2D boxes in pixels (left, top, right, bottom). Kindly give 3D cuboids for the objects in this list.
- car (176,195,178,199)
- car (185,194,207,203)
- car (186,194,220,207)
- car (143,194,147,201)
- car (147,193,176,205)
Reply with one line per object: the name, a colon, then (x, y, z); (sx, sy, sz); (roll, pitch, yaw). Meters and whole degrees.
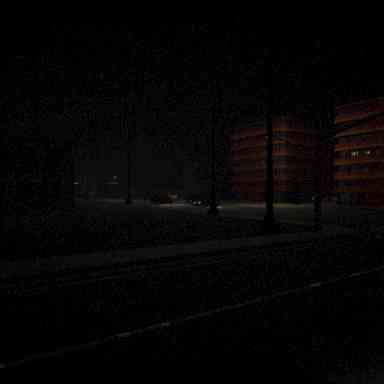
car: (-5.001, 0.908, 71.459); (1.882, 1.535, 5.008); (1, 0, -34)
car: (0.678, 1.197, 63.282); (1.812, 1.442, 4.674); (1, 1, -34)
car: (1.891, 1.377, 48.877); (2.033, 1.411, 5.357); (1, 1, -34)
car: (-7.454, 0.950, 62.663); (1.895, 1.301, 4.718); (1, 1, -34)
car: (-4.862, 1.213, 52.560); (1.812, 1.442, 4.674); (1, 1, -34)
